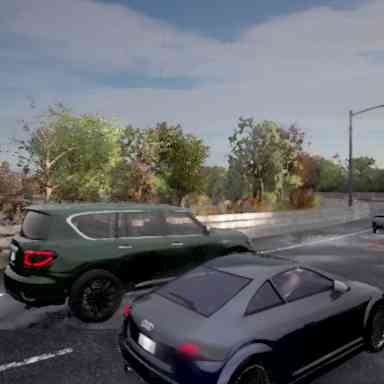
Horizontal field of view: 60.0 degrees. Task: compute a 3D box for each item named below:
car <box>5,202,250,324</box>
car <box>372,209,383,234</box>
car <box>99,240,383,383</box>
[{"bbox_3d":[-1.010,1.262,7.479,5.566,2.045,2.150,1,0,-37],"label":"car"},{"bbox_3d":[12.390,1.729,20.148,2.128,1.511,4.902,0,0,42],"label":"car"},{"bbox_3d":[1.104,1.604,4.773,4.181,1.385,1.994,1,0,-38],"label":"car"}]
